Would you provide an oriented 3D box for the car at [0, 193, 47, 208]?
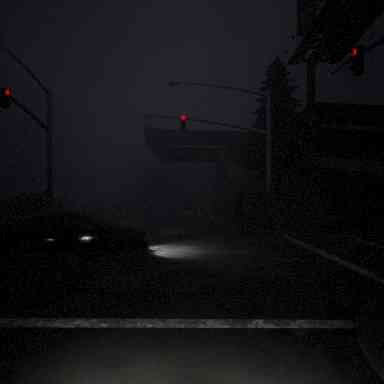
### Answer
[{"bbox_3d":[-16.764,1.077,33.310,3.866,1.878,1.905,0,0,0],"label":"car"}]

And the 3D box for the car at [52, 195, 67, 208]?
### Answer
[{"bbox_3d":[-16.171,1.361,36.638,3.806,1.475,1.970,0,0,0],"label":"car"}]

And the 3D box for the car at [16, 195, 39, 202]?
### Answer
[{"bbox_3d":[-35.080,1.384,70.937,3.806,1.475,1.970,0,0,0],"label":"car"}]

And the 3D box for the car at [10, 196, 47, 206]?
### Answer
[{"bbox_3d":[-24.008,1.298,49.013,4.514,1.523,2.007,0,0,0],"label":"car"}]

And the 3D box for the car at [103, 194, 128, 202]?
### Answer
[{"bbox_3d":[-16.414,1.330,70.894,5.027,1.636,2.152,0,0,0],"label":"car"}]

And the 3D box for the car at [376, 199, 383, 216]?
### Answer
[{"bbox_3d":[17.239,1.480,32.953,2.242,1.667,4.611,0,0,0],"label":"car"}]

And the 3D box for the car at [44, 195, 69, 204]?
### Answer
[{"bbox_3d":[-24.022,1.319,59.006,3.633,1.501,1.845,0,0,0],"label":"car"}]

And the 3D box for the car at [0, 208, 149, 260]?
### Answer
[{"bbox_3d":[-4.248,1.411,11.427,5.357,1.411,2.033,1,0,-17],"label":"car"}]

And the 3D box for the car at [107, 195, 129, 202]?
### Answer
[{"bbox_3d":[-16.484,1.339,74.031,4.514,1.523,2.007,0,0,0],"label":"car"}]

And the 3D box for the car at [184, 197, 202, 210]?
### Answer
[{"bbox_3d":[0.117,1.352,42.149,2.097,1.767,4.553,0,0,0],"label":"car"}]
